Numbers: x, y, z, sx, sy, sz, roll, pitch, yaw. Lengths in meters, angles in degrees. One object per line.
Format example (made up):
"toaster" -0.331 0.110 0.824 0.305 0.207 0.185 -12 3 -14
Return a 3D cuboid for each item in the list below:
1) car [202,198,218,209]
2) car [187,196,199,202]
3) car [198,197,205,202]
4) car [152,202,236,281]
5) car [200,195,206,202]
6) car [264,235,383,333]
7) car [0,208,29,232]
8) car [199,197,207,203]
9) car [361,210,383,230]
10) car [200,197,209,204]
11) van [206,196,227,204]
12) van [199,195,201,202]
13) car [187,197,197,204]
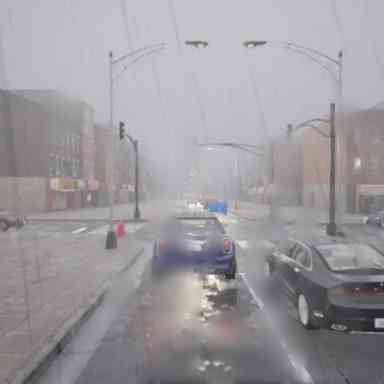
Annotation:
"car" 2.613 1.683 49.544 2.008 1.369 4.403 -1 0 0
"car" -0.008 1.835 64.553 1.895 1.301 4.718 0 0 0
"car" 2.602 2.038 91.866 1.887 1.381 4.507 -2 -1 0
"car" 0.022 1.354 10.073 2.097 1.767 4.553 0 0 -1
"car" 2.610 1.417 44.257 2.192 1.841 5.009 -1 0 0
"car" 2.625 1.550 6.716 2.008 1.369 4.403 -1 0 0
"car" -11.721 1.412 18.765 4.674 1.442 1.812 1 1 2
"car" 2.606 1.964 81.285 1.802 1.307 4.206 -2 -1 0
"car" 13.671 1.671 21.671 4.902 1.511 2.128 1 1 0
"car" 2.608 1.829 70.705 1.887 1.381 4.507 -1 -1 0
"van" 2.613 1.397 33.674 1.690 1.788 3.998 -1 0 0
"van" 2.606 1.543 60.126 1.690 1.788 3.998 -1 0 0
"car" -0.012 1.843 74.520 2.128 1.511 4.902 0 -1 0
